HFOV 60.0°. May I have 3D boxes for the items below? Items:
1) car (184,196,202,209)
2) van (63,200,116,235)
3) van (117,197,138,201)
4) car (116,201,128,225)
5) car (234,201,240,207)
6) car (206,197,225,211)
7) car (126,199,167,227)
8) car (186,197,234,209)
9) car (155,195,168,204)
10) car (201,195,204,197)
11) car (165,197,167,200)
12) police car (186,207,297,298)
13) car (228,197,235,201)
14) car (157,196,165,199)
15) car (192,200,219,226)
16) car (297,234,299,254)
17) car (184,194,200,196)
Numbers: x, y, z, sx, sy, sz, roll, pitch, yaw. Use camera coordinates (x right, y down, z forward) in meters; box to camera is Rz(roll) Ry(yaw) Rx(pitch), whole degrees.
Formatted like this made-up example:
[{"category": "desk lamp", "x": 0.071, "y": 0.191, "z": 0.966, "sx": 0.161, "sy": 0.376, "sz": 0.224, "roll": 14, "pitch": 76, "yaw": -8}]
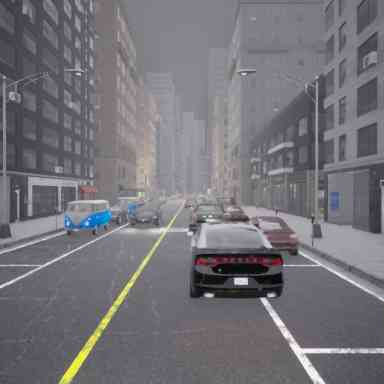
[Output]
[{"category": "car", "x": -0.008, "y": 1.569, "z": 45.453, "sx": 1.994, "sy": 1.385, "sz": 4.181, "roll": 0, "pitch": 0, "yaw": 0}, {"category": "van", "x": -5.679, "y": 1.341, "z": 18.369, "sx": 1.690, "sy": 1.788, "sz": 3.998, "roll": 0, "pitch": 0, "yaw": 0}, {"category": "van", "x": -5.685, "y": 1.342, "z": 29.371, "sx": 1.690, "sy": 1.788, "sz": 3.998, "roll": 0, "pitch": 0, "yaw": 0}, {"category": "car", "x": -5.682, "y": 1.551, "z": 23.869, "sx": 2.008, "sy": 1.369, "sz": 4.403, "roll": 0, "pitch": 0, "yaw": 0}, {"category": "car", "x": 2.844, "y": 1.582, "z": 23.873, "sx": 1.802, "sy": 1.307, "sz": 4.206, "roll": 0, "pitch": 0, "yaw": 0}, {"category": "car", "x": 2.835, "y": 1.444, "z": 40.378, "sx": 1.967, "sy": 1.590, "sz": 4.097, "roll": 0, "pitch": 0, "yaw": 0}, {"category": "car", "x": -3.012, "y": 1.505, "z": 22.963, "sx": 1.837, "sy": 1.490, "sz": 4.892, "roll": 0, "pitch": 0, "yaw": 0}, {"category": "car", "x": 0.890, "y": 1.351, "z": 18.516, "sx": 2.097, "sy": 1.767, "sz": 4.553, "roll": 0, "pitch": 0, "yaw": 0}, {"category": "car", "x": -5.702, "y": 1.453, "z": 62.379, "sx": 1.967, "sy": 1.590, "sz": 4.097, "roll": 0, "pitch": 0, "yaw": 0}, {"category": "car", "x": 2.829, "y": 1.558, "z": 51.380, "sx": 2.008, "sy": 1.369, "sz": 4.403, "roll": 0, "pitch": 0, "yaw": 0}, {"category": "car", "x": -5.699, "y": 1.592, "z": 56.877, "sx": 1.802, "sy": 1.307, "sz": 4.206, "roll": 0, "pitch": 0, "yaw": 0}, {"category": "police car", "x": 0.895, "y": 1.425, "z": 8.655, "sx": 1.930, "sy": 1.638, "sz": 5.238, "roll": 0, "pitch": 0, "yaw": 0}, {"category": "car", "x": 2.840, "y": 1.316, "z": 29.375, "sx": 2.192, "sy": 1.841, "sz": 5.009, "roll": 0, "pitch": 0, "yaw": 0}, {"category": "car", "x": -5.696, "y": 1.573, "z": 51.376, "sx": 1.947, "sy": 1.339, "sz": 4.313, "roll": 0, "pitch": 0, "yaw": 0}, {"category": "car", "x": 0.887, "y": 1.456, "z": 24.735, "sx": 1.801, "sy": 1.575, "sz": 5.366, "roll": 0, "pitch": 0, "yaw": 0}, {"category": "car", "x": 2.849, "y": 1.581, "z": 12.871, "sx": 1.802, "sy": 1.307, "sz": 4.206, "roll": 0, "pitch": 0, "yaw": 0}, {"category": "car", "x": -0.030, "y": 1.516, "z": 58.888, "sx": 1.837, "sy": 1.490, "sz": 4.892, "roll": 0, "pitch": 0, "yaw": 0}]
